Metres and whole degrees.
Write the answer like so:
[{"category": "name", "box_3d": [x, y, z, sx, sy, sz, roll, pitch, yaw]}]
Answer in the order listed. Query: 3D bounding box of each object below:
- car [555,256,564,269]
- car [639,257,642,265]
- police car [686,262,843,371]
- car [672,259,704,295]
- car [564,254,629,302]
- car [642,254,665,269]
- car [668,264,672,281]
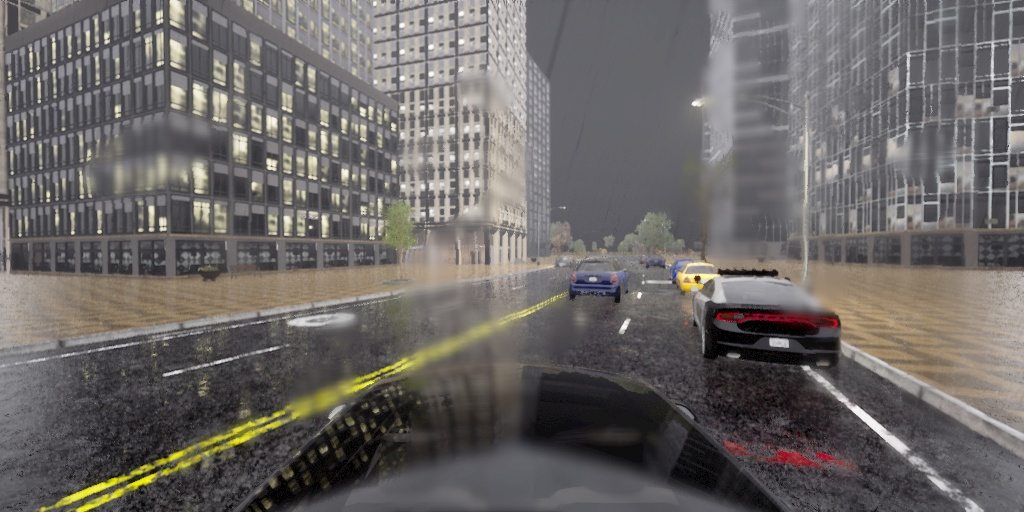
[{"category": "car", "box_3d": [6.201, 0.757, 41.473, 2.128, 1.511, 4.902, 0, 1, 18]}, {"category": "car", "box_3d": [21.089, 0.631, 56.358, 1.994, 1.385, 4.181, 0, 1, 15]}, {"category": "police car", "box_3d": [5.096, 1.090, 7.852, 1.930, 1.638, 5.238, 0, 1, 23]}, {"category": "car", "box_3d": [8.997, 0.999, 17.319, 1.801, 1.575, 5.366, 0, 1, 22]}, {"category": "car", "box_3d": [4.010, 0.921, 16.097, 2.097, 1.767, 4.553, 0, 1, 22]}, {"category": "car", "box_3d": [17.394, 0.568, 43.823, 2.097, 1.767, 4.553, 0, 1, 17]}, {"category": "car", "box_3d": [11.128, 0.951, 22.826, 1.882, 1.535, 5.008, 0, 1, 21]}]
